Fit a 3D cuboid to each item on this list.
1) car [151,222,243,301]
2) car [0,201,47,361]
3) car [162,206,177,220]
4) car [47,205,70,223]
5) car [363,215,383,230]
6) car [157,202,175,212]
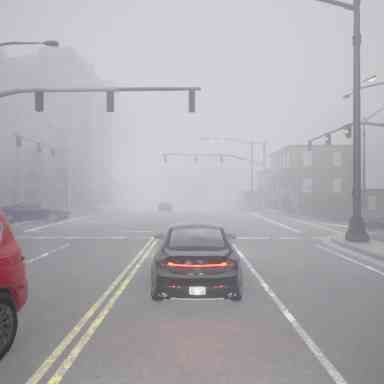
[{"bbox_3d":[0.094,1.505,8.321,1.837,1.490,4.892,0,0,0],"label":"car"},{"bbox_3d":[-3.580,1.221,2.844,2.150,2.045,5.566,0,0,0],"label":"car"},{"bbox_3d":[-3.628,3.522,54.965,2.128,1.511,4.902,0,-12,0],"label":"car"},{"bbox_3d":[-11.854,1.476,25.051,5.008,1.535,1.882,0,0,-4],"label":"car"},{"bbox_3d":[16.049,2.655,28.207,4.181,1.385,1.994,8,0,0],"label":"car"},{"bbox_3d":[-3.630,2.066,45.558,1.837,1.490,4.892,0,-5,0],"label":"car"}]
